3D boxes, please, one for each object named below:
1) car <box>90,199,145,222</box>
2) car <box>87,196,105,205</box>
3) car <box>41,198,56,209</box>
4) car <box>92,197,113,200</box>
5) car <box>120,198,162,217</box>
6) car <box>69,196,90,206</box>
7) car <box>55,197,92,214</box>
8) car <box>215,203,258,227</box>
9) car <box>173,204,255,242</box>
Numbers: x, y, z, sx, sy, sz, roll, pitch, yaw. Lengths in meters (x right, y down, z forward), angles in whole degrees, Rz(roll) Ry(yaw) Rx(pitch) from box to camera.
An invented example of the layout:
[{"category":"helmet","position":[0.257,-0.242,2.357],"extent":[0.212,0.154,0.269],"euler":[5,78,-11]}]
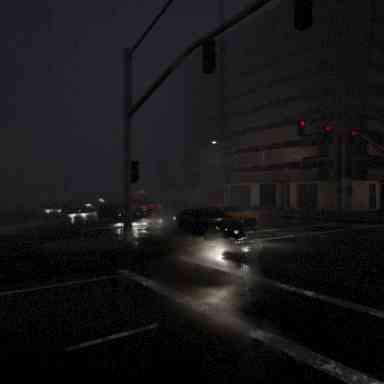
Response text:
[{"category":"car","position":[-6.202,1.603,27.188],"extent":[2.033,1.411,5.357],"euler":[0,0,-35]},{"category":"car","position":[-17.988,1.581,62.237],"extent":[1.812,1.442,4.674],"euler":[0,0,-34]},{"category":"car","position":[-19.566,1.533,46.063],"extent":[1.882,1.535,5.008],"euler":[0,0,-35]},{"category":"car","position":[-12.238,1.603,41.740],"extent":[2.033,1.411,5.357],"euler":[0,0,-35]},{"category":"car","position":[-4.601,1.407,30.977],"extent":[2.097,1.767,4.553],"euler":[0,0,-35]},{"category":"car","position":[-19.939,1.547,58.931],"extent":[2.128,1.511,4.902],"euler":[0,0,-35]},{"category":"car","position":[-13.364,1.603,37.274],"extent":[2.033,1.411,5.357],"euler":[0,0,-35]},{"category":"car","position":[2.077,1.533,21.582],"extent":[1.882,1.535,5.008],"euler":[0,0,-35]},{"category":"car","position":[0.748,1.555,16.862],"extent":[1.837,1.490,4.892],"euler":[0,0,-30]}]
